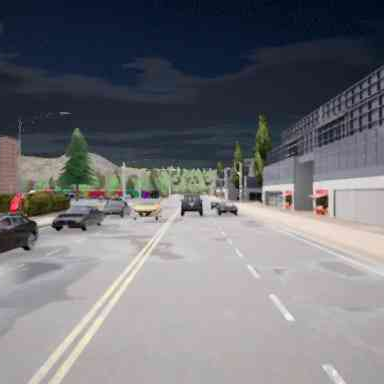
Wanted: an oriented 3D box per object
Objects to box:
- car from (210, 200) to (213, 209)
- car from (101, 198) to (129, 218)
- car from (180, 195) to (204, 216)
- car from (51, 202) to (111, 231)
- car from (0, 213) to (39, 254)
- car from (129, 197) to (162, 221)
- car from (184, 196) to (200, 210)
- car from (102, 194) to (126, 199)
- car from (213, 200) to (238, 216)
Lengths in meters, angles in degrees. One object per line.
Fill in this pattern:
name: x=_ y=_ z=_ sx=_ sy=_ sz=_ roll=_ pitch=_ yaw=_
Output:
car: x=3.524 y=1.712 z=45.970 sx=1.895 sy=1.301 sz=4.718 roll=0 pitch=0 yaw=1
car: x=-7.045 y=1.581 z=31.479 sx=1.837 sy=1.490 sz=4.892 roll=0 pitch=0 yaw=0
car: x=0.000 y=1.302 z=33.210 sx=2.150 sy=2.045 sz=5.566 roll=0 pitch=0 yaw=0
car: x=-7.085 y=1.600 z=21.361 sx=2.033 sy=1.411 sz=5.357 roll=0 pitch=0 yaw=1
car: x=-7.090 y=1.520 z=11.498 sx=2.128 sy=1.511 sz=4.902 roll=0 pitch=0 yaw=0
car: x=-3.500 y=1.349 z=26.977 sx=1.882 sy=1.535 sz=5.008 roll=0 pitch=0 yaw=0
car: x=0.027 y=1.463 z=46.255 sx=2.097 sy=1.767 sz=4.553 roll=0 pitch=0 yaw=0
car: x=-21.466 y=1.375 z=91.711 sx=4.605 sy=1.855 sz=1.932 roll=0 pitch=0 yaw=0
car: x=3.503 y=1.683 z=34.032 sx=1.895 sy=1.301 sz=4.718 roll=0 pitch=0 yaw=0
